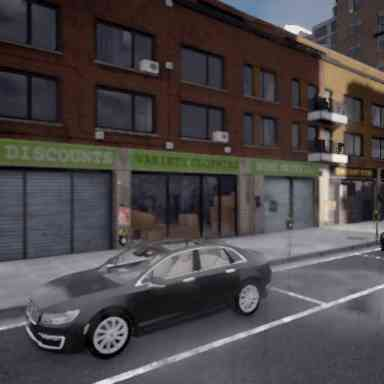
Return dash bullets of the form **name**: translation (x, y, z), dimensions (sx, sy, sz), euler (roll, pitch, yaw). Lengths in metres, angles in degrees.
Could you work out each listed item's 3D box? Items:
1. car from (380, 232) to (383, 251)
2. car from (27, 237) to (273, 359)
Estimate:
- **car**: translation (8.787, 1.521, 12.460), dimensions (4.313, 1.339, 1.947), euler (0, 0, -36)
- **car**: translation (-0.463, 1.542, 5.858), dimensions (4.403, 1.369, 2.008), euler (0, 0, -36)
